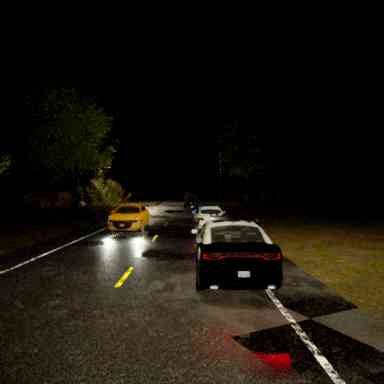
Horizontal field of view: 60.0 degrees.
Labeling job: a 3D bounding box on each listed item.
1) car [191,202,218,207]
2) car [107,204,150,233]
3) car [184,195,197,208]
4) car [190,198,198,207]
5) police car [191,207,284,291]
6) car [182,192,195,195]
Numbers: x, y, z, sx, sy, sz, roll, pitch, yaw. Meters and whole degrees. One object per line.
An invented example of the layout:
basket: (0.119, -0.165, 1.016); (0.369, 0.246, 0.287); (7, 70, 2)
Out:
car: (0.983, 1.519, 19.065); (1.812, 1.442, 4.674); (0, 0, 0)
car: (-3.672, 1.470, 19.874); (1.882, 1.535, 5.008); (0, 0, 0)
car: (-0.139, 1.507, 46.014); (2.033, 1.411, 5.357); (0, 0, 0)
car: (0.960, 1.466, 25.064); (1.882, 1.535, 5.008); (0, 0, 0)
police car: (1.020, 1.423, 9.174); (1.930, 1.638, 5.238); (0, 0, 0)
car: (-0.224, 1.148, 63.466); (2.150, 2.045, 5.566); (0, 0, 0)
